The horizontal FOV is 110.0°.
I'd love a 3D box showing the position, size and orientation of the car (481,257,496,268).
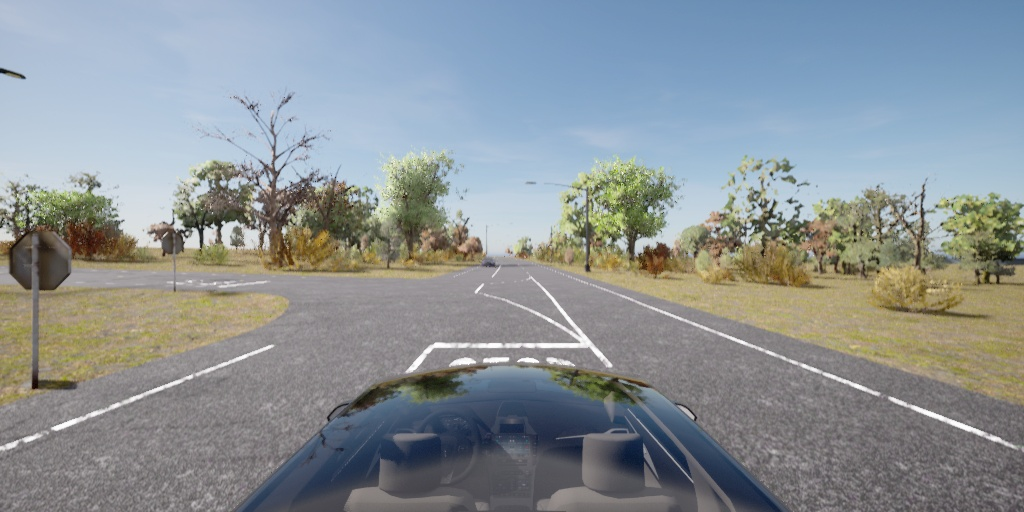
[{"bbox_3d":[-3.696,0.901,57.044,2.097,1.767,4.553,0,0,-1],"label":"car"}]
